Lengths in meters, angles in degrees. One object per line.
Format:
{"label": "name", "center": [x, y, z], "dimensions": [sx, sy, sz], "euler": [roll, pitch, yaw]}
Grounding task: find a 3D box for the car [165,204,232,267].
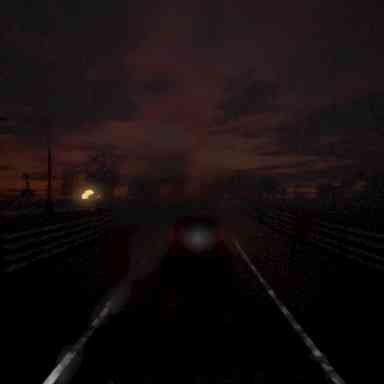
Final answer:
{"label": "car", "center": [0.281, 1.494, 12.185], "dimensions": [2.097, 1.767, 4.553], "euler": [0, -1, 2]}
